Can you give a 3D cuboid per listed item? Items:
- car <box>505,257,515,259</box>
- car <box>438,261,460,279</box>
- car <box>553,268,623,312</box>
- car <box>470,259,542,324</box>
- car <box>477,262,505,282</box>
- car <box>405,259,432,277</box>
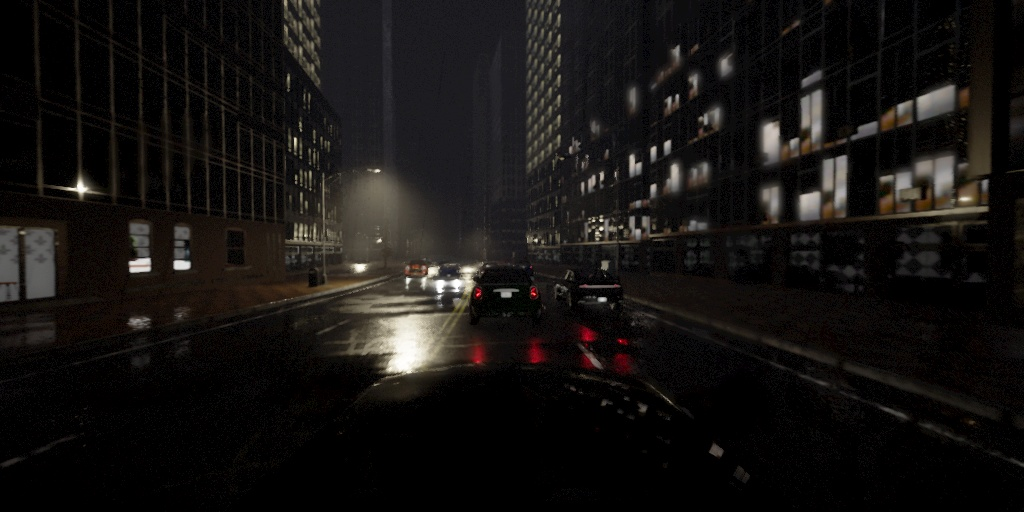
[{"bbox_3d":[0.708,1.098,34.990,2.097,1.767,4.553,0,0,-8],"label":"car"},{"bbox_3d":[-5.738,1.377,33.051,1.895,1.301,4.718,0,0,-8],"label":"car"},{"bbox_3d":[2.877,1.240,14.382,2.128,1.511,4.902,0,0,-3],"label":"car"},{"bbox_3d":[-0.261,1.110,12.199,2.097,1.767,4.553,0,0,-3],"label":"car"},{"bbox_3d":[-1.883,1.309,30.422,2.033,1.411,5.357,0,0,-8],"label":"car"},{"bbox_3d":[-9.567,1.144,36.385,2.097,1.767,4.553,0,0,-9],"label":"car"}]
